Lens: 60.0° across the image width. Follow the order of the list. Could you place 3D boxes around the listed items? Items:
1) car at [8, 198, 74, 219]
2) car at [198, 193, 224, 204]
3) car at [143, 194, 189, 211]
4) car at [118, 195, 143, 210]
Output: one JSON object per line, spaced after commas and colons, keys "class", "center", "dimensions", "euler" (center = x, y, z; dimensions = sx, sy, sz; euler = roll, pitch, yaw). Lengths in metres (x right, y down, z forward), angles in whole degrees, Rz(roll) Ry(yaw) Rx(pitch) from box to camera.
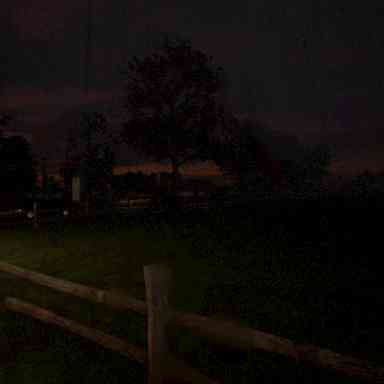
{"class": "car", "center": [-11.658, 1.224, 25.991], "dimensions": [1.837, 1.490, 4.892], "euler": [0, 1, 37]}
{"class": "car", "center": [2.663, 0.868, 45.302], "dimensions": [1.994, 1.385, 4.181], "euler": [0, 1, 37]}
{"class": "car", "center": [-2.280, 1.024, 33.704], "dimensions": [1.837, 1.490, 4.892], "euler": [0, 1, 37]}
{"class": "car", "center": [-5.414, 1.015, 34.422], "dimensions": [1.882, 1.535, 5.008], "euler": [0, 1, 36]}
